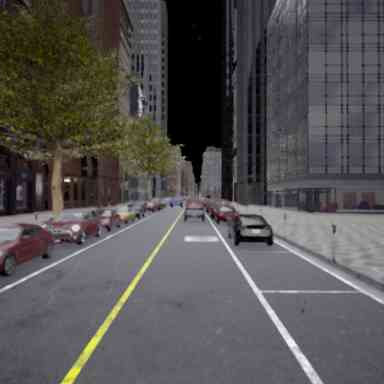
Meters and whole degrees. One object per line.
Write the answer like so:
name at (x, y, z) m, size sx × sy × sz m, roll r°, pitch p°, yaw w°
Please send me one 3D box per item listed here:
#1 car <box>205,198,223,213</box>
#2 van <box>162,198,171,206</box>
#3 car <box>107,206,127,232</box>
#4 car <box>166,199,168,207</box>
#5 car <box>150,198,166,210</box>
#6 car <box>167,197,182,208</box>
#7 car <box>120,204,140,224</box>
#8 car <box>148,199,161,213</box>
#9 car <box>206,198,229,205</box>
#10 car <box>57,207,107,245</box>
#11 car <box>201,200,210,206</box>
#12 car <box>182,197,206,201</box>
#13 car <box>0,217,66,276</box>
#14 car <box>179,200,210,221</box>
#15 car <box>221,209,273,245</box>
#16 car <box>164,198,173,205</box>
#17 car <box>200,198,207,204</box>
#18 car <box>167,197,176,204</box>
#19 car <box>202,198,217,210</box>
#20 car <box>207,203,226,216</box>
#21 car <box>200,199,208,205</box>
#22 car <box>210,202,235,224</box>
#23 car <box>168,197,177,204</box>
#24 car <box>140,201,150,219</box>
car at (2.853, 1.792, 44.393) m, size 2.192 × 1.841 × 5.009 m, roll 0°, pitch -1°, yaw 0°
van at (-5.550, 2.144, 72.634) m, size 1.690 × 1.788 × 3.998 m, roll 0°, pitch -1°, yaw 0°
car at (-5.771, 1.794, 21.880) m, size 1.802 × 1.307 × 4.206 m, roll 0°, pitch -1°, yaw 0°
car at (-5.623, 2.157, 55.716) m, size 1.947 × 1.339 × 4.313 m, roll 0°, pitch -1°, yaw 0°
car at (-5.647, 1.842, 50.079) m, size 2.192 × 1.841 × 5.009 m, roll 0°, pitch -1°, yaw 0°
car at (-2.774, 1.878, 61.010) m, size 2.150 × 2.045 × 5.566 m, roll 0°, pitch -1°, yaw 1°
car at (-5.747, 1.796, 27.349) m, size 1.752 × 1.417 × 4.829 m, roll 0°, pitch -1°, yaw 0°
car at (-5.673, 2.007, 44.437) m, size 1.887 × 1.381 × 4.507 m, roll 0°, pitch -1°, yaw 0°
car at (2.804, 1.664, 33.117) m, size 2.192 × 1.841 × 5.009 m, roll 0°, pitch -1°, yaw 0°
car at (-5.795, 1.592, 16.242) m, size 1.967 × 1.590 × 4.097 m, roll 0°, pitch -1°, yaw 0°
car at (2.975, 2.399, 72.581) m, size 1.802 × 1.307 × 4.206 m, roll 0°, pitch -1°, yaw 0°
car at (0.271, 1.657, 41.045) m, size 2.150 × 2.045 × 5.566 m, roll 0°, pitch 0°, yaw 0°
car at (-5.821, 1.677, 10.602) m, size 1.802 × 1.307 × 4.206 m, roll 0°, pitch -1°, yaw 0°
car at (0.220, 1.805, 30.224) m, size 2.128 × 1.511 × 4.902 m, roll 0°, pitch -1°, yaw 0°
car at (2.729, 1.732, 16.198) m, size 1.947 × 1.339 × 4.313 m, roll 0°, pitch -1°, yaw 0°
car at (-5.525, 2.318, 78.272) m, size 1.967 × 1.590 × 4.097 m, roll 0°, pitch -1°, yaw 0°
car at (3.050, 2.483, 89.499) m, size 1.967 × 1.590 × 4.097 m, roll 0°, pitch -1°, yaw 0°
car at (-5.475, 2.344, 89.552) m, size 2.192 × 1.841 × 5.009 m, roll 0°, pitch -1°, yaw 0°
car at (2.903, 1.920, 55.671) m, size 2.192 × 1.841 × 5.009 m, roll 0°, pitch -1°, yaw 0°
car at (2.828, 1.979, 38.752) m, size 1.947 × 1.339 × 4.313 m, roll 0°, pitch -1°, yaw 0°
car at (3.025, 2.512, 83.859) m, size 1.887 × 1.381 × 4.507 m, roll 0°, pitch -1°, yaw 0°
car at (2.778, 1.832, 27.476) m, size 1.887 × 1.381 × 4.507 m, roll 0°, pitch -1°, yaw 0°
car at (-5.450, 2.420, 95.190) m, size 2.192 × 1.841 × 5.009 m, roll 0°, pitch -1°, yaw 0°
car at (-5.722, 1.901, 33.159) m, size 1.947 × 1.339 × 4.313 m, roll 0°, pitch -1°, yaw 0°
